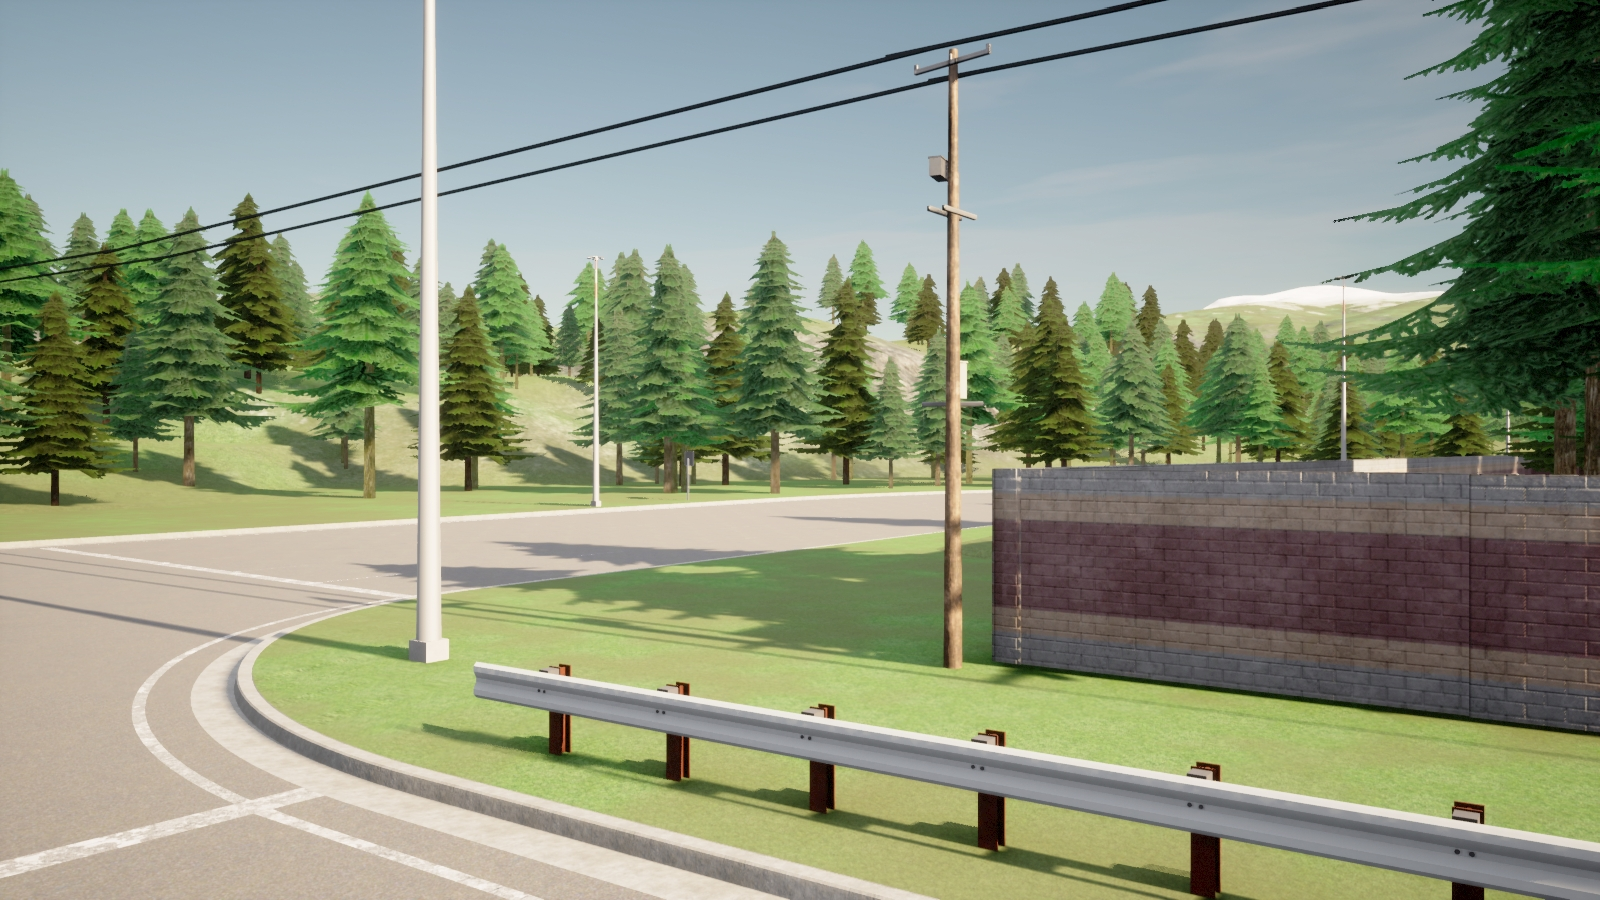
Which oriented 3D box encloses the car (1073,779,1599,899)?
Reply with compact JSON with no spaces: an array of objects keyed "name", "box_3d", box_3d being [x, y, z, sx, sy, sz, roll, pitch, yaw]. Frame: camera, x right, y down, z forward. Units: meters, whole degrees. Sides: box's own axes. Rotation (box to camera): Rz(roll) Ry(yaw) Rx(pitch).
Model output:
[{"name":"car","box_3d":[3.010,1.982,1.681,5.238,1.638,2.097,0,0,35]}]
